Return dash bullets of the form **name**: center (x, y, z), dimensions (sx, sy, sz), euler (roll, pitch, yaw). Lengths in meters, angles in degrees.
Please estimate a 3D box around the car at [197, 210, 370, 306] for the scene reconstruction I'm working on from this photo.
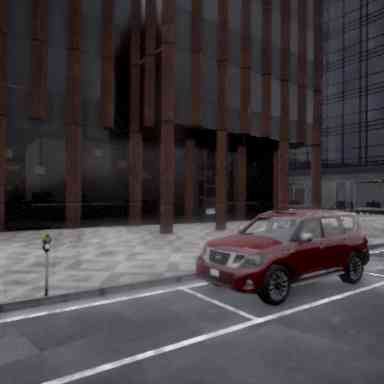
- **car**: center (2.529, 1.406, 8.452), dimensions (5.009, 1.841, 2.192), euler (1, -1, -35)
